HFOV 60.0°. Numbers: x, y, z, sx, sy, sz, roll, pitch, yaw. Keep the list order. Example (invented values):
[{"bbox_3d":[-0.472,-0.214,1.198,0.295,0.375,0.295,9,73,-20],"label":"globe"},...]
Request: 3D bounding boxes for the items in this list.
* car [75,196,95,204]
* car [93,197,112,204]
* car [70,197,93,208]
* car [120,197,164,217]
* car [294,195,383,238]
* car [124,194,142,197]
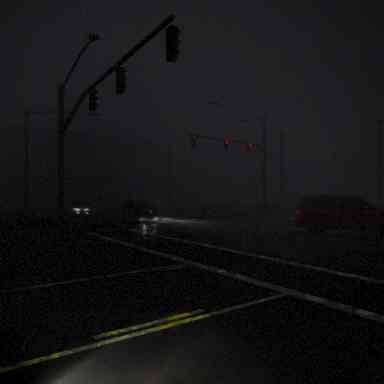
[{"bbox_3d":[-20.213,1.514,62.949,1.895,1.301,4.718,0,0,4],"label":"car"},{"bbox_3d":[-16.510,1.601,62.708,1.895,1.301,4.718,0,0,3],"label":"car"},{"bbox_3d":[-15.962,1.564,47.282,1.994,1.385,4.181,0,0,-31],"label":"car"},{"bbox_3d":[-5.108,1.491,31.848,2.128,1.511,4.902,0,0,-36],"label":"car"},{"bbox_3d":[8.135,1.188,17.063,5.566,2.045,2.150,0,1,33],"label":"car"},{"bbox_3d":[-13.682,1.524,72.536,1.812,1.442,4.674,0,0,30],"label":"car"}]
